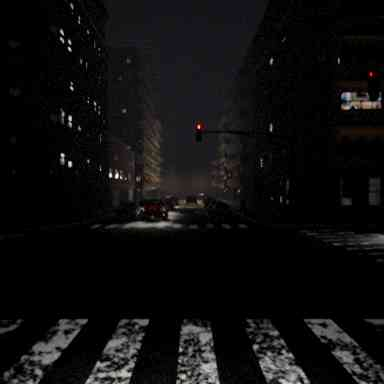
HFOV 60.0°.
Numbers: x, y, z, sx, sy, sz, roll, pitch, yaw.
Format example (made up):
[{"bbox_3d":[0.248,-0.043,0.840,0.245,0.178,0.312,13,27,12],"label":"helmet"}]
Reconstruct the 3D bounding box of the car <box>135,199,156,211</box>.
[{"bbox_3d":[-5.742,1.559,41.451,1.947,1.339,4.313,0,0,0],"label":"car"}]

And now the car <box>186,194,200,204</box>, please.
[{"bbox_3d":[-0.067,1.350,61.455,2.097,1.767,4.553,0,0,0],"label":"car"}]

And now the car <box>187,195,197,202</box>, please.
[{"bbox_3d":[-0.075,1.387,69.859,1.994,1.385,4.181,0,0,0],"label":"car"}]

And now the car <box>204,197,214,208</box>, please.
[{"bbox_3d":[2.645,1.559,35.924,1.947,1.339,4.313,0,0,0],"label":"car"}]

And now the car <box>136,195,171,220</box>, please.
[{"bbox_3d":[-3.071,1.345,27.650,2.097,1.767,4.553,0,0,-2],"label":"car"}]

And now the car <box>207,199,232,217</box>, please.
[{"bbox_3d":[2.652,1.575,30.401,1.802,1.307,4.206,0,0,0],"label":"car"}]

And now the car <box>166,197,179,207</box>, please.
[{"bbox_3d":[-3.130,1.523,54.471,1.812,1.442,4.674,0,1,0],"label":"car"}]

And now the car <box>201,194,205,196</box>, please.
[{"bbox_3d":[3.083,1.524,60.969,1.812,1.442,4.674,0,0,0],"label":"car"}]

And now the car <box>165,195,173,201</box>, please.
[{"bbox_3d":[-5.791,1.535,85.469,1.752,1.417,4.829,0,0,0],"label":"car"}]

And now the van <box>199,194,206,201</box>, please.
[{"bbox_3d":[2.589,1.351,85.636,1.690,1.788,3.998,-1,0,0],"label":"van"}]

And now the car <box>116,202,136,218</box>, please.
[{"bbox_3d":[-5.730,1.558,30.404,1.947,1.339,4.313,0,0,0],"label":"car"}]

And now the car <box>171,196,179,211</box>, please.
[{"bbox_3d":[-3.140,1.486,40.867,2.128,1.511,4.902,0,0,0],"label":"car"}]

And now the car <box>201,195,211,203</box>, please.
[{"bbox_3d":[2.633,1.539,46.971,1.887,1.381,4.507,0,0,0],"label":"car"}]
